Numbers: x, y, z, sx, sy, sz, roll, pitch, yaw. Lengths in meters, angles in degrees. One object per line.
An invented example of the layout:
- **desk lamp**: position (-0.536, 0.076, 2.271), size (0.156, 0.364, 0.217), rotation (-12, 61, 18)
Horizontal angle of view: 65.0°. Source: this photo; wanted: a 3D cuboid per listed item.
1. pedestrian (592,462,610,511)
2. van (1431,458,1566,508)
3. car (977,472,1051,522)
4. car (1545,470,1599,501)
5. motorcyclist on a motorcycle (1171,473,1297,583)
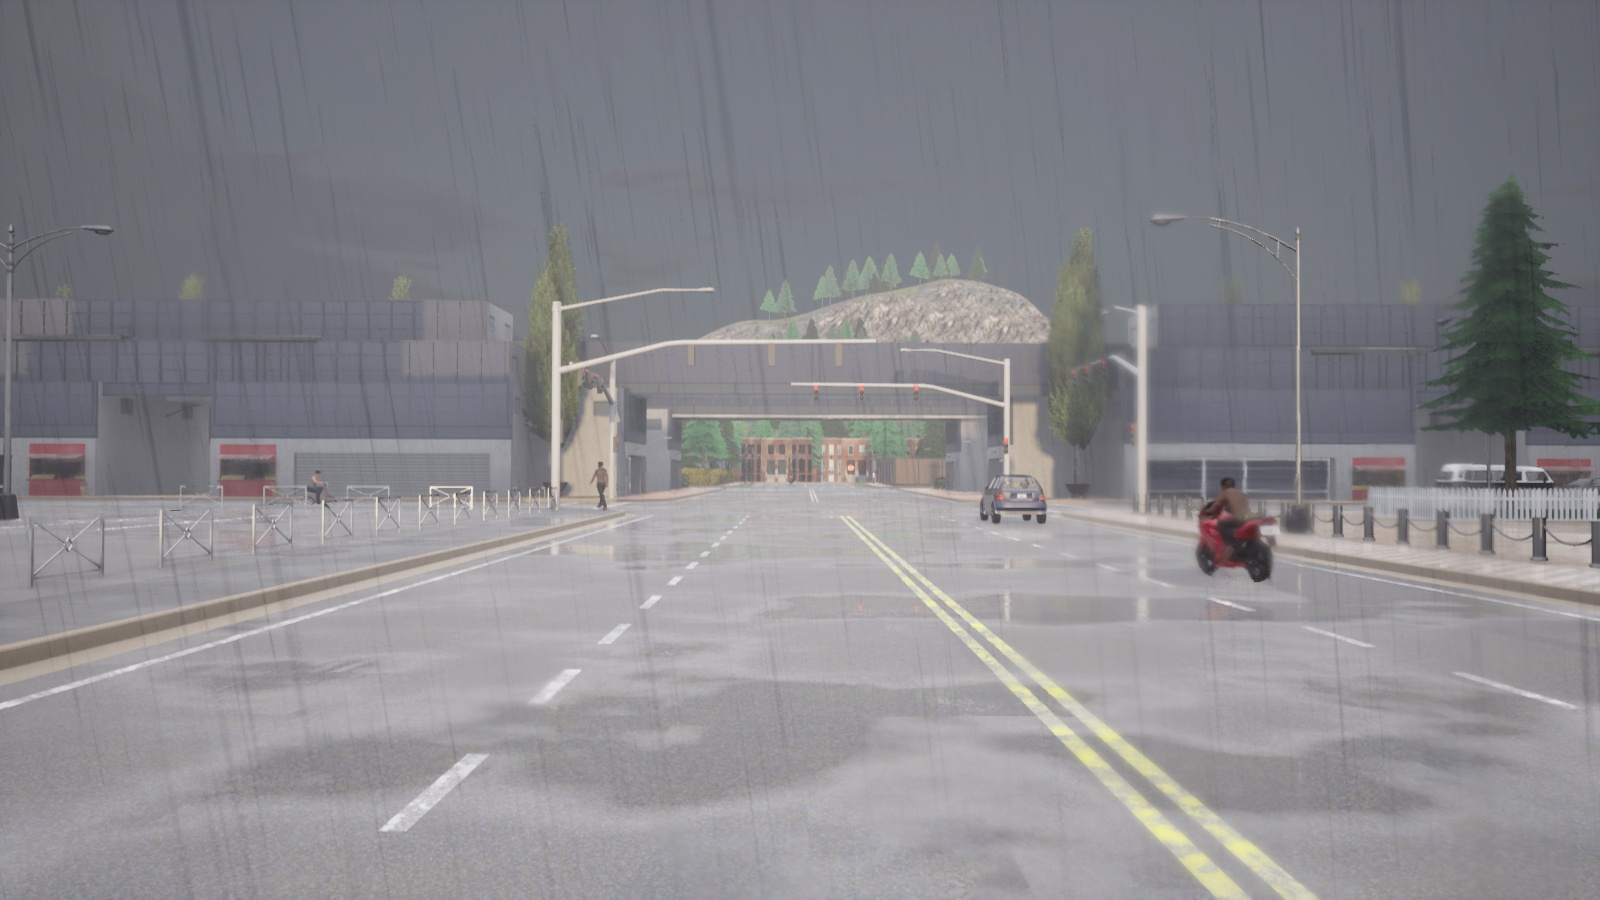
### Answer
- **pedestrian**: position (-7.341, 1.340, 46.358), size (0.328, 1.805, 0.869), rotation (0, -1, -32)
- **van**: position (29.267, 1.377, 52.688), size (4.480, 2.038, 2.069), rotation (0, -1, 0)
- **car**: position (6.896, 1.504, 40.790), size (1.789, 1.549, 3.705), rotation (0, -1, 0)
- **car**: position (39.874, 1.780, 63.180), size (3.705, 1.549, 1.789), rotation (0, -1, 0)
- **motorcyclist on a motorcycle**: position (6.403, 1.111, 18.658), size (0.797, 1.523, 2.044), rotation (0, -1, -12)
